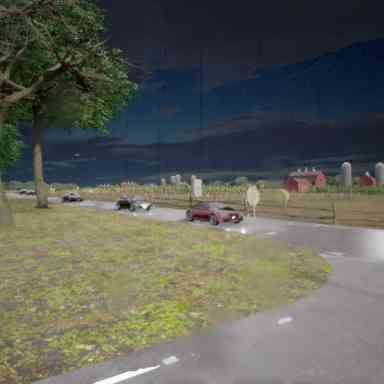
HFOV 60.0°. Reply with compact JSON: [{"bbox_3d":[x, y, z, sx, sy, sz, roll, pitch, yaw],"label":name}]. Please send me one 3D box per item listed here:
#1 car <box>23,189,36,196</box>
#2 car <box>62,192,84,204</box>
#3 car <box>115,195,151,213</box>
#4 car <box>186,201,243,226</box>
[{"bbox_3d":[-40.947,0.219,84.703,1.882,1.535,5.008,-1,1,-36],"label":"car"},{"bbox_3d":[-16.720,0.766,46.617,1.882,1.535,5.008,-1,1,-35],"label":"car"},{"bbox_3d":[-5.551,1.045,31.143,2.128,1.511,4.902,-1,1,-36],"label":"car"},{"bbox_3d":[1.382,1.305,21.623,1.994,1.385,4.181,-1,2,-34],"label":"car"}]
